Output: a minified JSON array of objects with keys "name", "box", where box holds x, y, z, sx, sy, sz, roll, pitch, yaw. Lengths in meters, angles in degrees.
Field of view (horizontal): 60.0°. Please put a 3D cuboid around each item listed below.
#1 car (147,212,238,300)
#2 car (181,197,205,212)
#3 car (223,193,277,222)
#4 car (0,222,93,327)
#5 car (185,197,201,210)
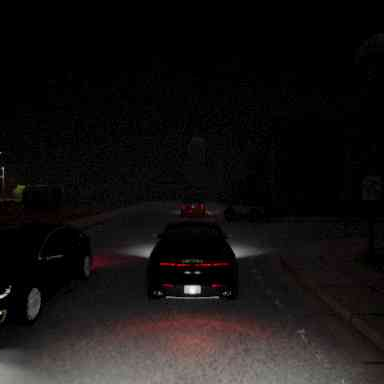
[{"name":"car","box":[0.012,1.486,8.352,1.837,1.490,4.892,0,0,0]},{"name":"car","box":[0.108,1.280,30.411,2.097,1.767,4.553,0,0,0]},{"name":"car","box":[4.191,1.101,24.117,1.905,1.878,3.866,-8,4,-42]},{"name":"car","box":[-3.574,1.479,7.105,1.837,1.490,4.892,0,0,0]},{"name":"car","box":[0.131,1.444,43.695,2.033,1.411,5.357,0,0,0]}]
